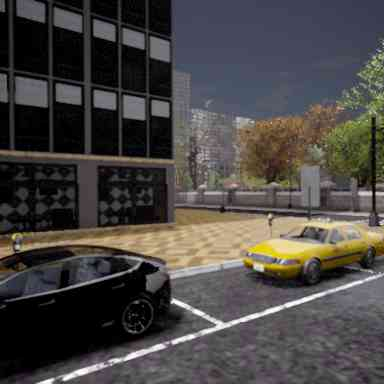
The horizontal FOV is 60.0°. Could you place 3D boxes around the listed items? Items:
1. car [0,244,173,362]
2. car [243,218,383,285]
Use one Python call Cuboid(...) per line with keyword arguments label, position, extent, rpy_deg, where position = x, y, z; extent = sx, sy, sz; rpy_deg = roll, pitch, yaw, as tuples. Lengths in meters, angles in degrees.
Cuboid(label="car", position=(-2.325, 1.555, 4.997), extent=(4.313, 1.339, 1.947), rpy_deg=(-1, 1, -35))
Cuboid(label="car", position=(3.535, 1.431, 9.236), extent=(4.829, 1.417, 1.752), rpy_deg=(-1, 1, -35))
